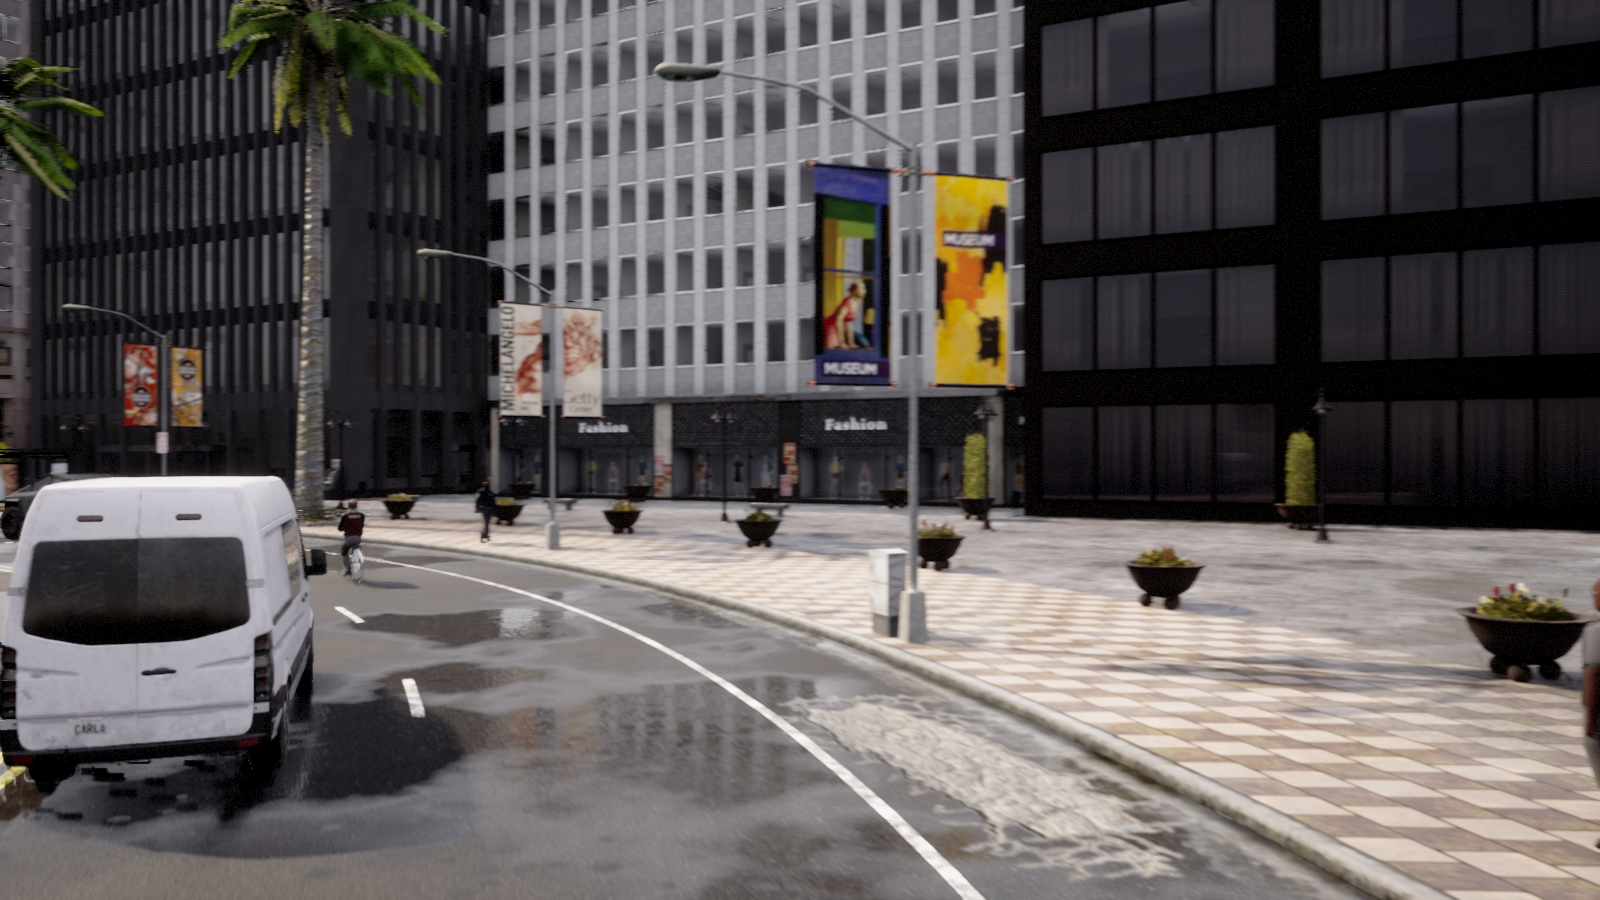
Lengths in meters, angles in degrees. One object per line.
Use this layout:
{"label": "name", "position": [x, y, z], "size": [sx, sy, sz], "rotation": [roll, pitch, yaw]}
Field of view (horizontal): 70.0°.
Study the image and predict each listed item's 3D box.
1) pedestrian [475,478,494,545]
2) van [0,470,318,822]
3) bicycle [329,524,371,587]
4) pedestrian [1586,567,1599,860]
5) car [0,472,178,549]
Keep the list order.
{"label": "pedestrian", "position": [-8.840, 1.709, 32.036], "size": [0.375, 1.860, 0.375], "rotation": [0, 0, -40]}
{"label": "van", "position": [-6.209, 1.542, 11.744], "size": [1.988, 2.561, 5.915], "rotation": [0, 0, -20]}
{"label": "bicycle", "position": [-9.604, 2.222, 24.344], "size": [0.329, 1.171, 1.835], "rotation": [-2, 1, -37]}
{"label": "pedestrian", "position": [5.312, 1.690, 7.255], "size": [0.375, 1.860, 0.375], "rotation": [0, 0, -17]}
{"label": "car", "position": [-22.163, 1.782, 35.408], "size": [6.274, 2.098, 2.390], "rotation": [0, 0, 33]}
